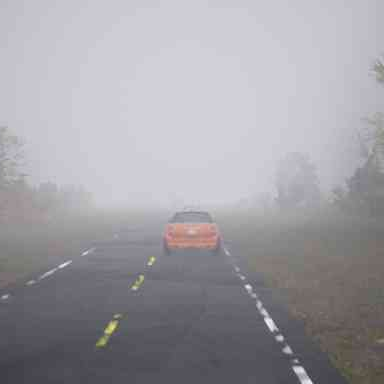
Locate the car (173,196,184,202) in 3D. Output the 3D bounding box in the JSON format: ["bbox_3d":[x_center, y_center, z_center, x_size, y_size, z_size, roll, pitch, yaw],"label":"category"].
[{"bbox_3d":[-2.753,1.913,69.770,2.150,2.045,5.566,0,-1,0],"label":"car"}]

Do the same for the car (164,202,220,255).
[{"bbox_3d":[0.002,1.487,14.123,2.097,1.767,4.553,0,-1,0],"label":"car"}]

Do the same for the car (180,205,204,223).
[{"bbox_3d":[0.000,1.884,29.158,1.895,1.301,4.718,0,-1,0],"label":"car"}]
